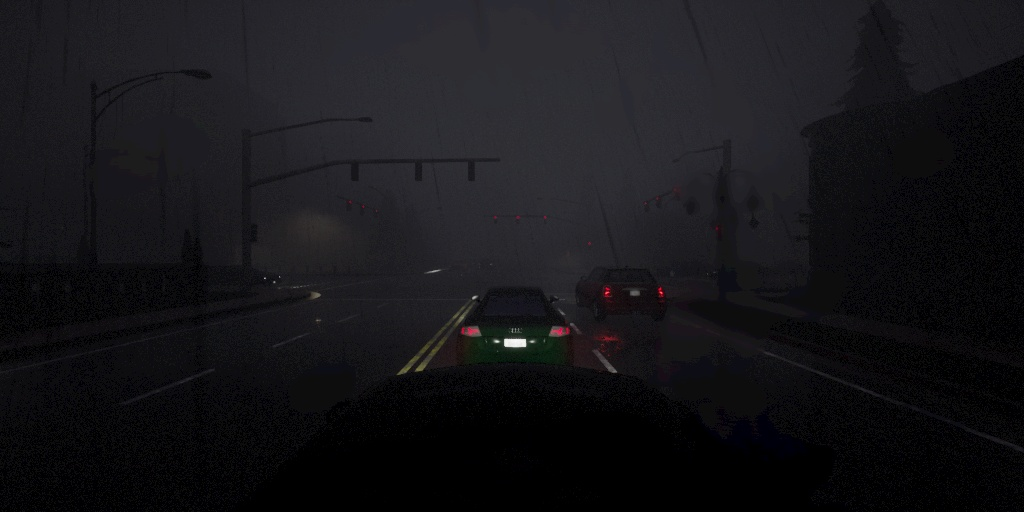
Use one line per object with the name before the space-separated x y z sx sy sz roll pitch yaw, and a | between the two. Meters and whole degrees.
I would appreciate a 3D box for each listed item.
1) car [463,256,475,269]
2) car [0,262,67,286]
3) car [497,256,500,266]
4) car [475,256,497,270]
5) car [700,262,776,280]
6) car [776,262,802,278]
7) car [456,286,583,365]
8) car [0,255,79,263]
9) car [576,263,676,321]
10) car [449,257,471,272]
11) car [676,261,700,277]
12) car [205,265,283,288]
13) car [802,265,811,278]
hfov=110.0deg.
car | -7.084 1.241 57.219 2.128 1.511 4.902 0 0 0
car | -32.975 1.297 23.326 5.357 1.411 2.033 0 0 0
car | -3.577 1.241 59.772 2.128 1.511 4.902 0 0 0
car | -3.589 1.102 50.727 2.097 1.767 4.553 0 0 0
car | 18.957 1.255 30.185 4.892 1.490 1.837 0 0 -1
car | 25.528 1.276 33.890 4.674 1.442 1.812 0 0 -4
car | 0.064 1.314 7.552 1.994 1.385 4.181 0 0 0
car | -34.238 0.973 26.828 5.566 2.045 2.150 0 0 0
car | 3.582 1.102 12.563 2.097 1.767 4.553 0 0 0
car | -7.096 1.227 47.793 1.882 1.535 5.008 0 0 0
car | 16.196 1.227 33.624 5.008 1.535 1.882 0 0 -2
car | -18.005 1.297 23.263 5.357 1.411 2.033 0 0 2
car | 28.467 0.971 30.601 5.566 2.045 2.150 0 0 -7
